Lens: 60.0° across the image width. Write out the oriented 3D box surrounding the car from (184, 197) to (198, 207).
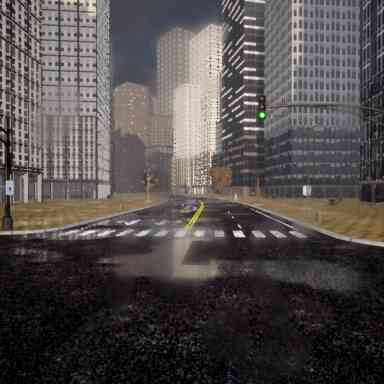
[{"bbox_3d":[-0.092,1.469,48.875,2.033,1.411,5.357,0,0,4],"label":"car"}]
